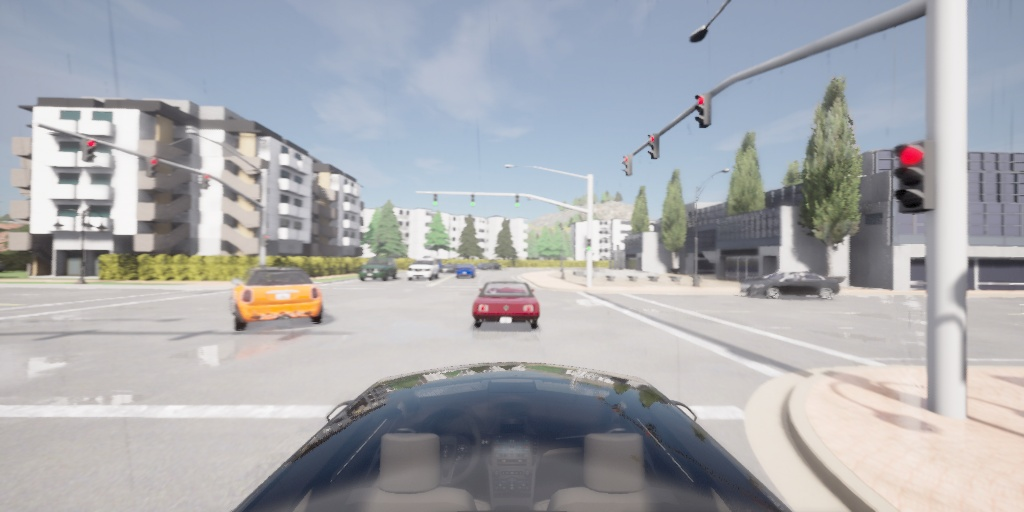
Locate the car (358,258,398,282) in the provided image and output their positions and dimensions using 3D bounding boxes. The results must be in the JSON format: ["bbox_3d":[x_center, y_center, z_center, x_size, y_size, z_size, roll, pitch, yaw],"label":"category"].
[{"bbox_3d":[-11.713,1.167,31.760,2.150,2.045,5.566,1,0,-5],"label":"car"}]

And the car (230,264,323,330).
[{"bbox_3d":[-7.597,1.123,11.471,2.097,1.767,4.553,1,-1,-39],"label":"car"}]

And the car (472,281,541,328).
[{"bbox_3d":[-0.182,1.461,11.858,1.895,1.301,4.718,1,-1,-1],"label":"car"}]

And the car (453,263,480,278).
[{"bbox_3d":[-4.904,1.585,39.181,1.882,1.535,5.008,0,-1,-1],"label":"car"}]

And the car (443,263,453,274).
[{"bbox_3d":[-8.137,1.659,47.953,2.128,1.511,4.902,0,-1,9],"label":"car"}]

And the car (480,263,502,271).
[{"bbox_3d":[-3.499,1.902,62.977,1.837,1.490,4.892,0,-1,27],"label":"car"}]

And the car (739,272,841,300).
[{"bbox_3d":[15.340,1.618,19.946,4.902,1.511,2.128,1,-1,-1],"label":"car"}]

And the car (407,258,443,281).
[{"bbox_3d":[-8.316,1.235,34.074,2.150,2.045,5.566,1,-1,-3],"label":"car"}]
